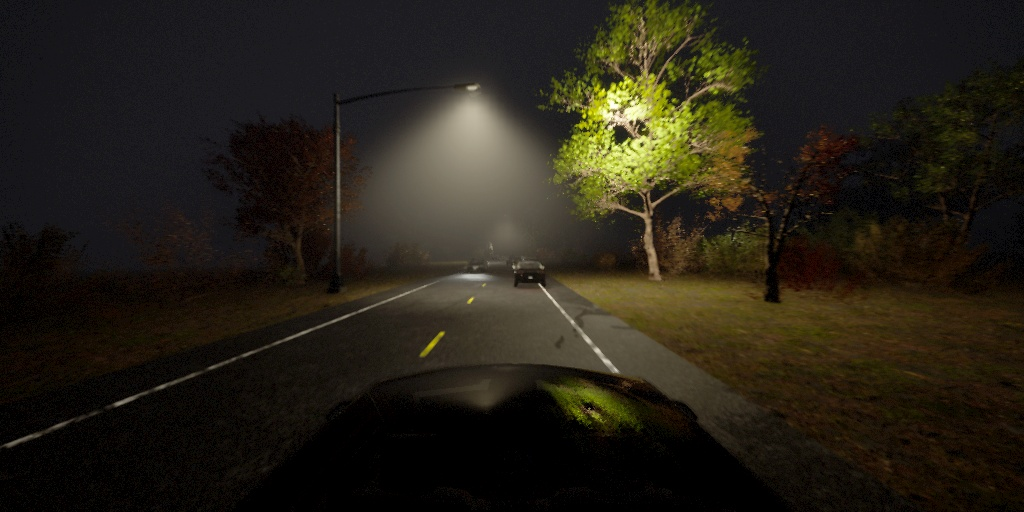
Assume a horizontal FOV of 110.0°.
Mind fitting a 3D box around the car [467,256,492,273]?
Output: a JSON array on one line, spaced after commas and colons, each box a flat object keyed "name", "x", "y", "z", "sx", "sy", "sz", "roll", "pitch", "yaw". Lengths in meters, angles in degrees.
[{"name": "car", "x": -3.569, "y": 0.932, "z": 37.293, "sx": 2.128, "sy": 1.511, "sz": 4.902, "roll": 0, "pitch": 0, "yaw": 0}]

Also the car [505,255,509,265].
[{"name": "car", "x": 0.009, "y": 0.772, "z": 59.091, "sx": 1.812, "sy": 1.442, "sz": 4.674, "roll": 0, "pitch": 0, "yaw": 0}]

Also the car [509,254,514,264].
[{"name": "car", "x": 1.049, "y": 0.778, "z": 38.735, "sx": 2.097, "sy": 1.767, "sz": 4.553, "roll": 0, "pitch": 1, "yaw": 0}]

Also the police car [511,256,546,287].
[{"name": "police car", "x": 1.050, "y": 0.992, "z": 22.874, "sx": 1.930, "sy": 1.638, "sz": 5.238, "roll": 0, "pitch": 1, "yaw": 0}]
